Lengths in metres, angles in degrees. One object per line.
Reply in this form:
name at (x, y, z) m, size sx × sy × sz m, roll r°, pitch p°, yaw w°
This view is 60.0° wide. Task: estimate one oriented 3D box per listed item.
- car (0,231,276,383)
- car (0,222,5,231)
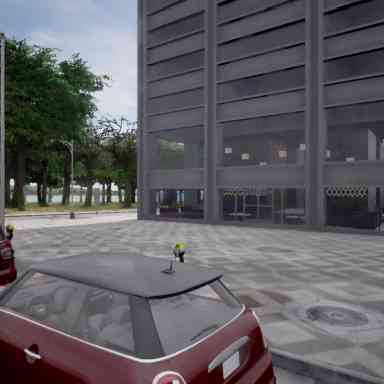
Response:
car at (-1.257, 1.440, 3.855) m, size 4.097 × 1.590 × 1.967 m, roll 0°, pitch 0°, yaw 35°
car at (-5.686, 1.315, 7.010) m, size 5.009 × 1.841 × 2.192 m, roll 0°, pitch 0°, yaw 35°
